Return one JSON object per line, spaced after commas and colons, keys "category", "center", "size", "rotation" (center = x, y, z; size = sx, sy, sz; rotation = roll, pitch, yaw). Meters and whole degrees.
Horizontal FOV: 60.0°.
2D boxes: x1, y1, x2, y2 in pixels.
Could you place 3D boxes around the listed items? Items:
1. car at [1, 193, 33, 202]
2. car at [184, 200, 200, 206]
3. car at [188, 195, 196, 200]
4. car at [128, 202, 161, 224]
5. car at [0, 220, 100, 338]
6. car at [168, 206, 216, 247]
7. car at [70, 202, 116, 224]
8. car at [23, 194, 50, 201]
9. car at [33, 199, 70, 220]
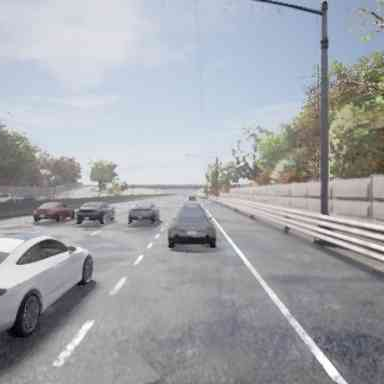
{"category": "car", "center": [-24.548, 1.210, 48.055], "size": [2.150, 2.045, 5.566], "rotation": [0, 0, 1]}
{"category": "car", "center": [-0.001, 1.545, 25.313], "size": [1.994, 1.385, 4.181], "rotation": [0, 0, 0]}
{"category": "car", "center": [0.016, 1.569, 88.007], "size": [1.837, 1.490, 4.892], "rotation": [0, 0, 2]}
{"category": "car", "center": [-3.398, 1.473, 24.176], "size": [2.128, 1.511, 4.902], "rotation": [0, 0, 0]}
{"category": "car", "center": [-3.401, 1.520, 6.458], "size": [1.812, 1.442, 4.674], "rotation": [0, 0, 0]}
{"category": "car", "center": [0.000, 1.552, 14.921], "size": [1.994, 1.385, 4.181], "rotation": [0, 0, 0]}
{"category": "car", "center": [-6.899, 1.487, 24.240], "size": [1.837, 1.490, 4.892], "rotation": [0, 0, 0]}
{"category": "car", "center": [-21.065, 1.466, 46.550], "size": [1.882, 1.535, 5.008], "rotation": [0, 0, 0]}
{"category": "car", "center": [-10.401, 1.507, 25.395], "size": [1.812, 1.442, 4.674], "rotation": [0, 0, 0]}
